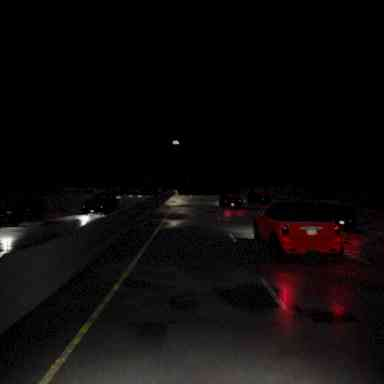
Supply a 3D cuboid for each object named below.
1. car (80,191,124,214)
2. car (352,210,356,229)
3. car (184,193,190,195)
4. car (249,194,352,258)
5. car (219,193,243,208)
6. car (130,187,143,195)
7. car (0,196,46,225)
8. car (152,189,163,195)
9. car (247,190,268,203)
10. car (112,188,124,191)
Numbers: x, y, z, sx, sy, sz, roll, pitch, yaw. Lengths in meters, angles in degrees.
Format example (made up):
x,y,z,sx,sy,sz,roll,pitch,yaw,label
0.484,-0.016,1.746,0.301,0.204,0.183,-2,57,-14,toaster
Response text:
x,y,z,sx,sy,sz,roll,pitch,yaw,label
-7.076,0.887,26.210,2.033,1.411,5.357,0,2,0,car
7.116,1.111,18.165,1.837,1.490,4.892,0,2,0,car
-1.148,1.083,85.819,1.837,1.490,4.892,0,-4,0,car
3.610,1.158,12.139,2.097,1.767,4.553,0,2,0,car
3.629,0.753,31.848,1.895,1.301,4.718,0,2,0,car
-10.460,-0.121,62.956,1.882,1.535,5.008,0,-1,0,car
-10.582,1.022,20.007,1.882,1.535,5.008,0,2,0,car
-6.940,0.044,67.740,2.033,1.411,5.357,0,-1,0,car
7.132,0.495,35.899,1.882,1.535,5.008,0,2,0,car
-13.962,-0.080,62.486,1.812,1.442,4.674,0,-1,1,car
